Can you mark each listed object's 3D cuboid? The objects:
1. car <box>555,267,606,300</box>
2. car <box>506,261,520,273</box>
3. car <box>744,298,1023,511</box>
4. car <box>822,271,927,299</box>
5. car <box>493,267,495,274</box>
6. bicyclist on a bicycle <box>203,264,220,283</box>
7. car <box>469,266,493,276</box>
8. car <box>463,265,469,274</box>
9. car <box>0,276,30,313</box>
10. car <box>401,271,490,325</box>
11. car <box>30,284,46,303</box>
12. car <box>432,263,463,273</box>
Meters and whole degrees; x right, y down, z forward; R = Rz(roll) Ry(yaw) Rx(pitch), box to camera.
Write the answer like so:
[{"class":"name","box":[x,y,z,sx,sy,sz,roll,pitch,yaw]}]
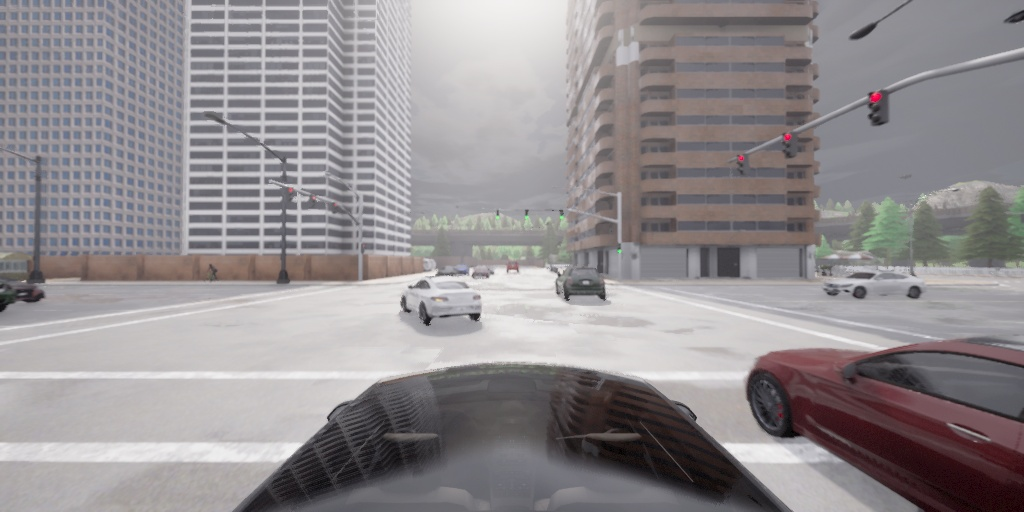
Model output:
[{"class":"car","box":[3.617,1.359,19.657,2.097,1.767,4.553,0,-1,0]},{"class":"car","box":[0.152,1.847,62.457,2.150,2.045,5.566,0,-1,0]},{"class":"car","box":[3.737,1.286,2.496,1.812,1.442,4.674,0,-1,2]},{"class":"car","box":[19.650,1.524,19.518,4.674,1.442,1.812,0,-1,0]},{"class":"car","box":[-3.507,2.072,51.647,1.895,1.301,4.718,0,-1,1]},{"class":"bicyclist on a bicycle","box":[-25.616,1.478,30.602,0.582,1.620,1.656,0,-1,0]},{"class":"car","box":[-3.555,1.853,41.669,1.812,1.442,4.674,0,-1,0]},{"class":"car","box":[-7.022,1.922,49.678,1.882,1.535,5.008,0,-1,1]},{"class":"car","box":[-21.272,1.138,12.594,5.566,2.045,2.150,0,-1,0]},{"class":"car","box":[-2.573,1.434,12.644,1.812,1.442,4.674,1,-1,-28]},{"class":"car","box":[-23.949,1.531,16.108,4.181,1.385,1.994,0,-1,0]},{"class":"car","box":[-7.059,1.777,39.658,1.882,1.535,5.008,0,-1,0]}]
